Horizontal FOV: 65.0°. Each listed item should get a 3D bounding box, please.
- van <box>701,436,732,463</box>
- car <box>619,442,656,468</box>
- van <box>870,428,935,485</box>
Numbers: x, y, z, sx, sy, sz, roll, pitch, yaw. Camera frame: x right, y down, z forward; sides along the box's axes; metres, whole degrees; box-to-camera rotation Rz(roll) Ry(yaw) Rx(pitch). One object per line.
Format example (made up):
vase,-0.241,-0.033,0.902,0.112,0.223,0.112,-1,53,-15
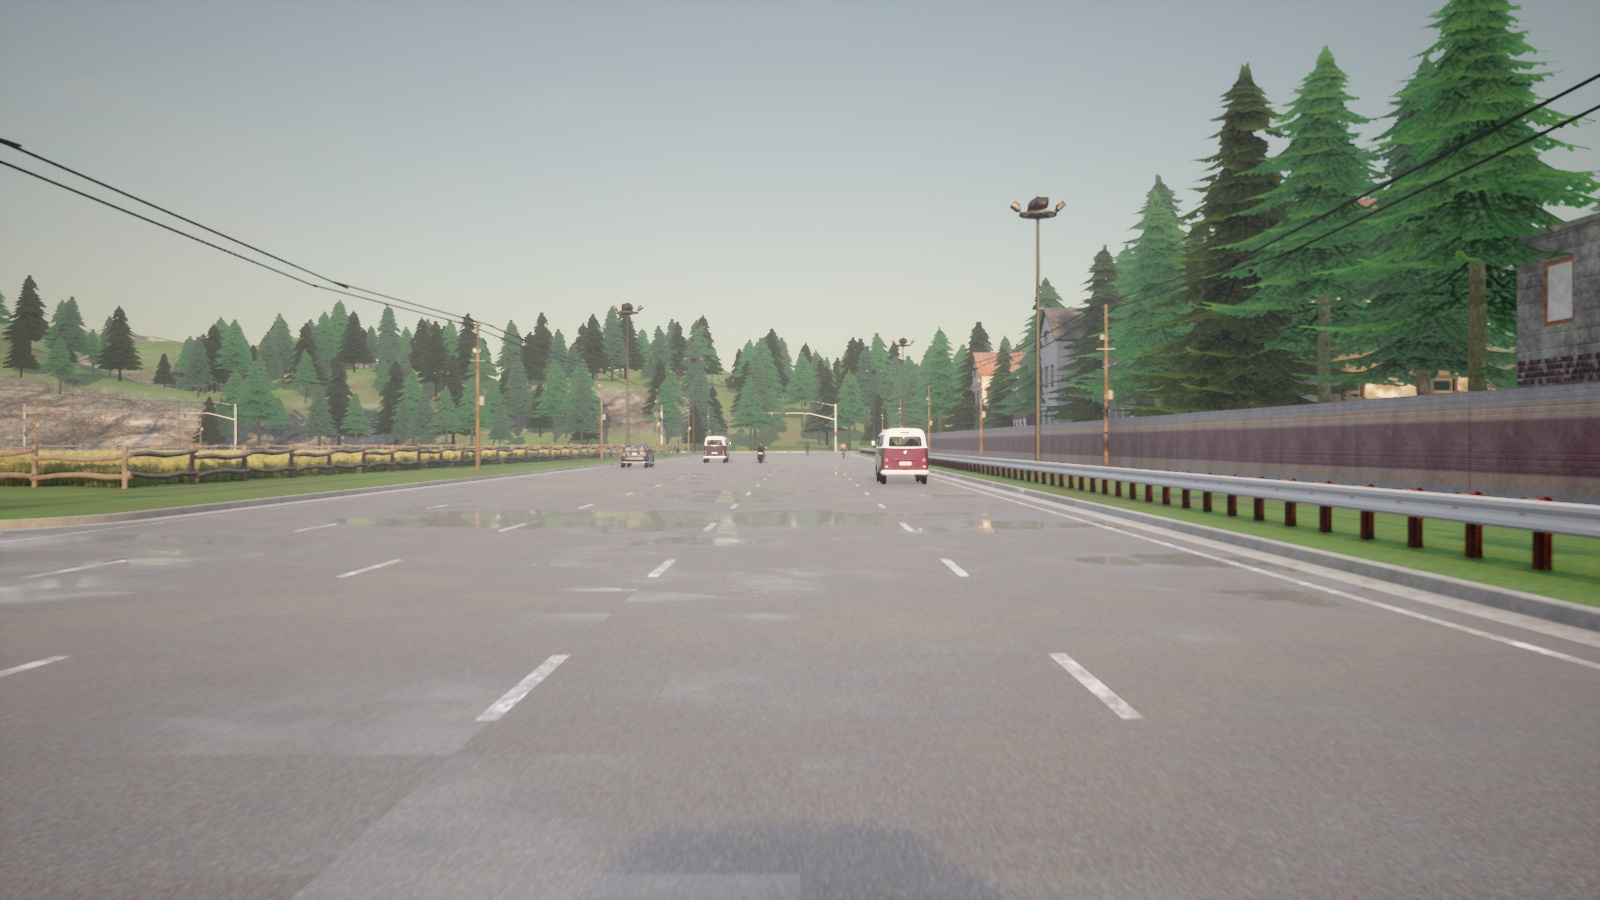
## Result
van,-6.426,-0.058,96.714,2.069,2.038,4.480,0,0,0
car,-10.035,0.298,77.814,1.789,1.549,3.705,0,0,0
van,3.787,0.216,47.106,2.069,2.038,4.480,0,0,0
